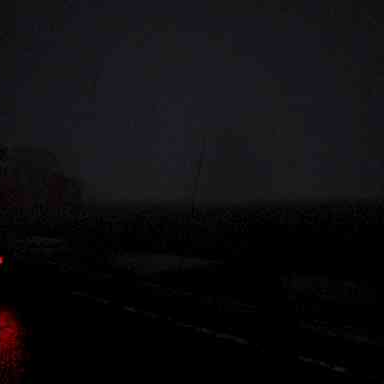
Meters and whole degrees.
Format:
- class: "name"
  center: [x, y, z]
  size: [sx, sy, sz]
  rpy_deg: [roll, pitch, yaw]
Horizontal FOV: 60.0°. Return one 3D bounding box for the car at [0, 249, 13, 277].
- class: "car"
  center: [-6.659, 1.638, 8.559]
  size: [4.718, 1.301, 1.895]
  rpy_deg: [0, 0, 36]
